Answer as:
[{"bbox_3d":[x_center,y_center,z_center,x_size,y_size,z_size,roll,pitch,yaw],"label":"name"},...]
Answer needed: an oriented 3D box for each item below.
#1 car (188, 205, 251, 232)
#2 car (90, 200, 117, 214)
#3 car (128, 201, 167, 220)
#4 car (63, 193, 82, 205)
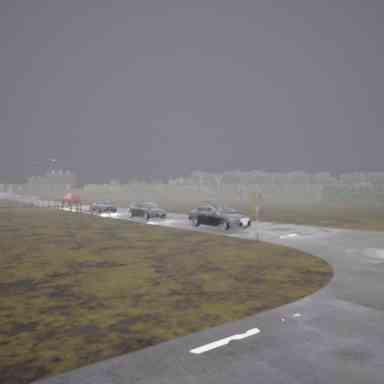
[{"bbox_3d":[1.679,1.581,21.408,2.128,1.511,4.902,-2,1,-36],"label":"car"},{"bbox_3d":[-10.110,1.671,37.907,1.994,1.385,4.181,-2,1,-35],"label":"car"},{"bbox_3d":[-4.019,1.608,29.372,1.837,1.490,4.892,-2,2,-36],"label":"car"},{"bbox_3d":[-21.005,1.232,58.152,2.150,2.045,5.566,-2,1,-36],"label":"car"}]
